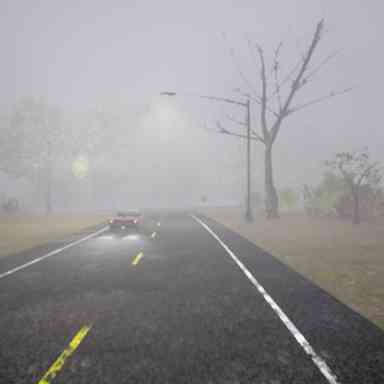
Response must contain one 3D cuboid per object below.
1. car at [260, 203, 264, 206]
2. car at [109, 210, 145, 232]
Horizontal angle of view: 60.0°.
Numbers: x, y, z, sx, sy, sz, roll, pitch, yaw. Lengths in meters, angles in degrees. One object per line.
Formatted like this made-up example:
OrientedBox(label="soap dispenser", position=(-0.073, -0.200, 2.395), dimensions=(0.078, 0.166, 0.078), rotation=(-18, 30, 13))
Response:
OrientedBox(label="car", position=(14.155, 1.982, 62.636), dimensions=(5.357, 1.411, 2.033), rotation=(-1, 0, -13))
OrientedBox(label="car", position=(-4.248, 1.870, 22.256), dimensions=(1.895, 1.301, 4.718), rotation=(0, -1, -3))
